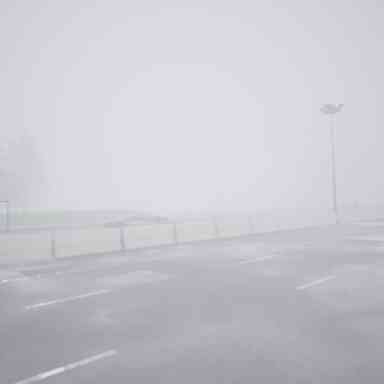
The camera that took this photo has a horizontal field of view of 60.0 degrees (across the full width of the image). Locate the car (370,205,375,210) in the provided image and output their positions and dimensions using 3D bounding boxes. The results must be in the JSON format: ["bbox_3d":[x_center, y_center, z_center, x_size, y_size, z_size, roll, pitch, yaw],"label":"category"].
[{"bbox_3d":[32.849,3.143,60.567,5.357,1.411,2.033,1,-3,-41],"label":"car"}]

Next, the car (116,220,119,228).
[{"bbox_3d":[-5.809,2.921,31.506,4.718,1.301,1.895,0,-3,-41],"label":"car"}]

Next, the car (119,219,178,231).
[{"bbox_3d":[-3.494,2.766,28.886,4.718,1.301,1.895,0,-3,-41],"label":"car"}]
